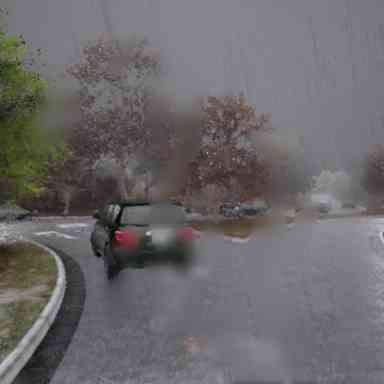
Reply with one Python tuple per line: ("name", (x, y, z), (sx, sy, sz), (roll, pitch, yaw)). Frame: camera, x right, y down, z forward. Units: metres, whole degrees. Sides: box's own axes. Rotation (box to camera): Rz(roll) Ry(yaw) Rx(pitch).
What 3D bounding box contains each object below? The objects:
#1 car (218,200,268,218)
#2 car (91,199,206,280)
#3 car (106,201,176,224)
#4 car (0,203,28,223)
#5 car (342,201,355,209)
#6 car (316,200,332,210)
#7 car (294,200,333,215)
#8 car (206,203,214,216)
("car", (4.934, 1.469, 31.013), (4.553, 1.767, 2.097), (1, 0, -35))
("car", (-1.746, 1.213, 10.289), (2.150, 2.045, 5.566), (0, 0, -22))
("car", (-3.873, 1.484, 25.503), (5.008, 1.535, 1.882), (1, 0, -29))
("car", (-14.689, 1.538, 25.012), (4.181, 1.385, 1.994), (0, 0, -4))
("car", (24.753, 2.031, 52.674), (1.895, 1.301, 4.718), (0, 0, 25))
("car", (20.607, 1.947, 51.705), (1.812, 1.442, 4.674), (0, 0, 28))
("car", (13.748, 1.842, 37.705), (5.357, 1.411, 2.033), (1, -1, -42))
("car", (2.700, 1.670, 33.389), (4.181, 1.385, 1.994), (1, 0, -35))
